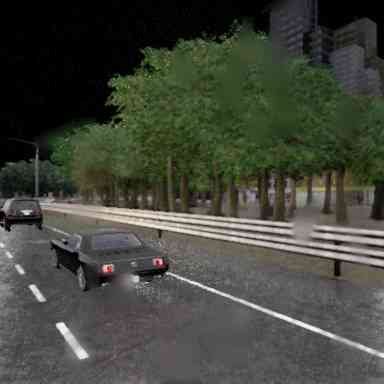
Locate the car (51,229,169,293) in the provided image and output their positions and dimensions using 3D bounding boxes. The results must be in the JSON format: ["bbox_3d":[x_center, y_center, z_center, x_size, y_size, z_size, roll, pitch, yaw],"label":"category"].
[{"bbox_3d":[-2.580,1.705,9.346,1.895,1.301,4.718,0,-1,-34],"label":"car"}]

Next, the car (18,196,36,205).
[{"bbox_3d":[-40.809,2.109,82.361,2.150,2.045,5.566,0,-1,-6],"label":"car"}]

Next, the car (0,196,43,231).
[{"bbox_3d":[-11.835,1.472,22.993,2.150,2.045,5.566,0,-1,-34],"label":"car"}]

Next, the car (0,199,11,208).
[{"bbox_3d":[-36.031,2.194,63.041,2.128,1.511,4.902,0,-1,-19],"label":"car"}]
